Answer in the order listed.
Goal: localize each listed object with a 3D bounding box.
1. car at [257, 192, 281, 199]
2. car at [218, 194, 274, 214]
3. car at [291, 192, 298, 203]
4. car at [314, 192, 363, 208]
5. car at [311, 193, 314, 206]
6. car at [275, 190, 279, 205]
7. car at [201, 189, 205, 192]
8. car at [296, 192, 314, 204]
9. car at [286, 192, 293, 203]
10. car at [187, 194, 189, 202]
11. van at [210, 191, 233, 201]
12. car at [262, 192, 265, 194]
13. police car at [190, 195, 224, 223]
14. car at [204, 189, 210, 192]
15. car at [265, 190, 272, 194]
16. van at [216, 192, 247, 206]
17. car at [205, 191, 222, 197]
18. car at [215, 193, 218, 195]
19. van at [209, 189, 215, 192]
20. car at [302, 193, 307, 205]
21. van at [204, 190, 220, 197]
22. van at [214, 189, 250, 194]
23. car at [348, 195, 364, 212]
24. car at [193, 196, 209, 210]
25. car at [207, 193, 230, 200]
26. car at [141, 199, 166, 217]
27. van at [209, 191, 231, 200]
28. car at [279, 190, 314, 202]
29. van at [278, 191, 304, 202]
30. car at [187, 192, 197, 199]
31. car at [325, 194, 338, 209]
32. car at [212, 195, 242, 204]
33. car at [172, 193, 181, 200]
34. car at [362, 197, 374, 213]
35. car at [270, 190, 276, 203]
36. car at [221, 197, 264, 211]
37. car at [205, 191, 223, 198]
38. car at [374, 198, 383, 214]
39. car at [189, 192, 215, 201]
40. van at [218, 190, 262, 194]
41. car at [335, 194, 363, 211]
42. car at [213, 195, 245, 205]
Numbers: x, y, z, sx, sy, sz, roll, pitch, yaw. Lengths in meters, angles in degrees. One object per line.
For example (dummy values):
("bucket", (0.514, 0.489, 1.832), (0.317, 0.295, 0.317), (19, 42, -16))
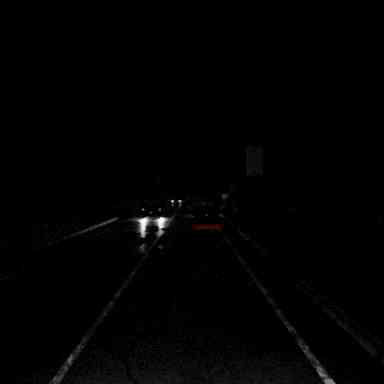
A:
("car", (18.584, 0.759, 80.549), (5.366, 1.575, 1.946), (0, 1, 0))
("car", (5.555, 1.308, 35.278), (5.366, 1.575, 1.946), (0, 0, 0))
("car", (18.771, 1.197, 52.788), (4.792, 1.488, 2.163), (0, 1, 0))
("car", (18.784, 1.012, 41.685), (5.566, 2.045, 2.435), (0, 0, 0))
("car", (18.804, 1.243, 44.461), (4.892, 1.521, 2.231), (0, 0, 0))
("car", (18.819, 0.808, 61.118), (5.566, 2.045, 2.435), (0, 1, 0))
("car", (5.661, 0.517, 80.133), (5.566, 2.045, 2.435), (0, 1, 0))
("car", (18.988, 1.190, 50.016), (5.366, 1.575, 1.946), (0, 1, 0))
("car", (18.826, 1.162, 55.571), (4.792, 1.488, 2.163), (0, 1, 0))
("car", (0.014, 1.119, 59.582), (2.033, 1.411, 5.357), (0, 1, 0))
("van", (5.822, 0.758, 66.119), (4.442, 1.987, 1.878), (0, 1, 0))
("car", (18.806, 0.721, 74.998), (4.553, 1.767, 2.185), (0, 1, 0))
("police car", (0.981, 1.330, 24.877), (1.930, 1.638, 5.238), (0, 0, 0))
("car", (5.681, 0.775, 63.314), (5.566, 2.045, 2.435), (0, 1, 0))
("car", (18.810, 0.681, 69.444), (5.566, 2.045, 2.435), (0, 1, 0))
("van", (5.841, 0.974, 49.295), (4.442, 1.987, 1.878), (0, 1, 0))
("car", (5.649, 0.514, 88.544), (4.553, 1.767, 2.185), (0, 1, 0))
("car", (5.726, 1.248, 43.688), (5.008, 1.535, 2.097), (0, 0, 0))
("van", (5.828, 0.843, 60.515), (4.442, 1.987, 1.878), (0, 1, 0))
("car", (18.801, 1.219, 47.239), (5.008, 1.535, 2.097), (0, 1, 0))
("van", (5.557, 0.328, 94.148), (4.442, 1.987, 1.878), (0, 1, 0))
("van", (5.611, 1.000, 46.493), (4.442, 1.987, 1.878), (0, 0, 0))
("car", (18.828, 1.326, 33.359), (4.892, 1.521, 2.231), (0, 0, 0))
("car", (0.985, 1.280, 40.788), (1.837, 1.490, 4.892), (0, 1, 0))
("car", (5.693, 0.898, 71.728), (4.892, 1.521, 2.231), (0, 1, 0))
("car", (-3.340, 1.396, 29.447), (1.812, 1.442, 4.674), (0, 0, 0))
("van", (5.819, 0.715, 68.922), (4.442, 1.987, 1.878), (0, 1, 0))
("car", (18.765, 0.846, 58.342), (5.566, 2.045, 2.435), (0, 1, 0))
("van", (18.904, 0.791, 63.895), (4.442, 1.987, 1.878), (0, 1, 0))
("car", (0.018, 0.781, 74.605), (2.128, 1.511, 4.902), (0, 1, 0))
("car", (18.821, 1.284, 38.911), (5.008, 1.535, 2.097), (0, 0, 0))
("car", (5.715, 1.182, 54.908), (4.674, 1.452, 2.002), (0, 1, 0))
("car", (-3.233, 0.917, 69.999), (1.837, 1.490, 4.892), (0, 1, 0))
("car", (18.854, 1.376, 30.585), (4.792, 1.488, 2.163), (0, 0, 0))
("car", (18.971, 0.972, 66.672), (5.366, 1.575, 1.946), (0, 1, 0))
("car", (5.740, 1.330, 38.082), (4.674, 1.452, 2.002), (0, 0, 0))
("car", (5.652, 0.557, 85.741), (4.553, 1.767, 2.185), (0, 1, 0))
("car", (18.643, 1.364, 27.809), (5.366, 1.575, 1.946), (0, 0, 0))
("car", (0.983, 1.179, 34.749), (2.097, 1.767, 4.553), (0, 0, 0))
("van", (5.851, 1.043, 40.883), (4.442, 1.987, 1.878), (0, 0, 0))
("car", (18.824, 1.304, 36.135), (5.008, 1.535, 2.097), (0, 0, 0))
("car", (5.751, 1.204, 52.100), (4.792, 1.488, 2.163), (0, 1, 0))
